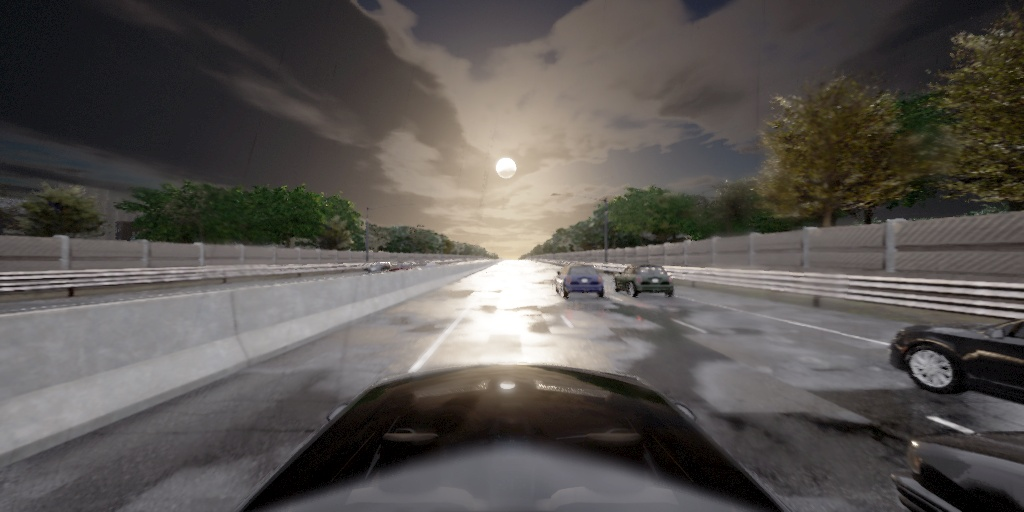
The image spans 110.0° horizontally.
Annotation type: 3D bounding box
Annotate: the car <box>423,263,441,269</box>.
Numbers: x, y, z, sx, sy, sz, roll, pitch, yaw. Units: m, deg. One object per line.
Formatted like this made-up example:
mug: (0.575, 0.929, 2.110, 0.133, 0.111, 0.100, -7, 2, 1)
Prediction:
car: (-10.552, 1.638, 47.745, 1.812, 1.442, 4.674, 0, 0, 0)

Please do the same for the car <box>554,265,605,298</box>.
car: (3.604, 1.257, 19.911, 2.097, 1.767, 4.553, 0, 0, 0)

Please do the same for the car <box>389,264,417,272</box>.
car: (-14.054, 1.709, 47.083, 1.895, 1.301, 4.718, 0, 0, 0)

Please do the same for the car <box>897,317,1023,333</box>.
car: (7.101, 1.274, 3.842, 1.837, 1.490, 4.892, 0, 0, 0)

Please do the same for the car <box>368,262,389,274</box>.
car: (-17.545, 1.604, 47.812, 2.128, 1.511, 4.902, 0, 0, 1)

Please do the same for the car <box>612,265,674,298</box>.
car: (7.104, 1.257, 19.903, 2.097, 1.767, 4.553, 0, 0, 0)
